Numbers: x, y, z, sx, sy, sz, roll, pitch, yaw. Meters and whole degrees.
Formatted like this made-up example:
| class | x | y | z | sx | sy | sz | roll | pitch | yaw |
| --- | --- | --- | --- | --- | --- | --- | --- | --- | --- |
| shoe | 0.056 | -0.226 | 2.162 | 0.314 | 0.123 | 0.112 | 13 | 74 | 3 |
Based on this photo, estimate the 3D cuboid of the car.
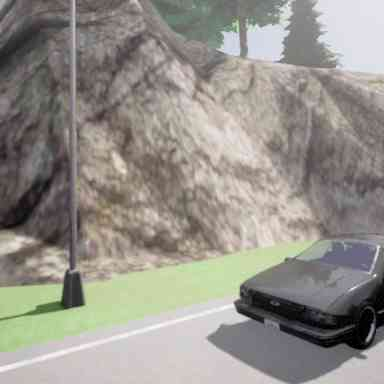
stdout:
| class | x | y | z | sx | sy | sz | roll | pitch | yaw |
| --- | --- | --- | --- | --- | --- | --- | --- | --- | --- |
| car | 3.299 | 1.552 | 6.471 | 5.357 | 1.411 | 2.033 | 0 | 0 | -37 |
